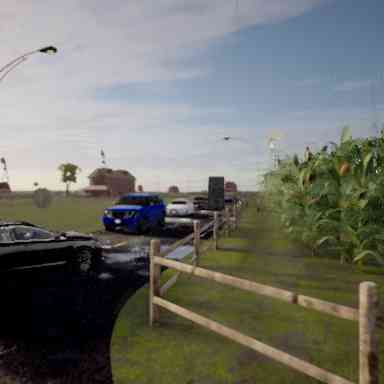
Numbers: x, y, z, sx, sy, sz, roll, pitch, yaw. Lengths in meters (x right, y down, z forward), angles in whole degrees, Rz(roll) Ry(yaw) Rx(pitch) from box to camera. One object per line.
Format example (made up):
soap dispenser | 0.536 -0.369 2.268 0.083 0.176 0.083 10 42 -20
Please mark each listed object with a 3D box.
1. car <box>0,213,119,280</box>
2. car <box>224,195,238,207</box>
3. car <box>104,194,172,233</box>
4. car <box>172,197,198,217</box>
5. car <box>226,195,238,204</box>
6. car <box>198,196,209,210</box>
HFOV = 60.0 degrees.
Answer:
car | -4.588 1.475 8.439 2.128 1.511 4.902 2 1 40
car | 5.432 1.260 47.708 2.128 1.511 4.902 1 0 10
car | -3.201 1.126 19.742 2.150 2.045 5.566 0 0 13
car | -1.025 1.372 29.529 1.812 1.442 4.674 0 0 11
car | 6.980 1.281 57.460 1.994 1.385 4.181 1 0 8
car | 0.958 1.296 39.340 1.837 1.490 4.892 1 0 11
